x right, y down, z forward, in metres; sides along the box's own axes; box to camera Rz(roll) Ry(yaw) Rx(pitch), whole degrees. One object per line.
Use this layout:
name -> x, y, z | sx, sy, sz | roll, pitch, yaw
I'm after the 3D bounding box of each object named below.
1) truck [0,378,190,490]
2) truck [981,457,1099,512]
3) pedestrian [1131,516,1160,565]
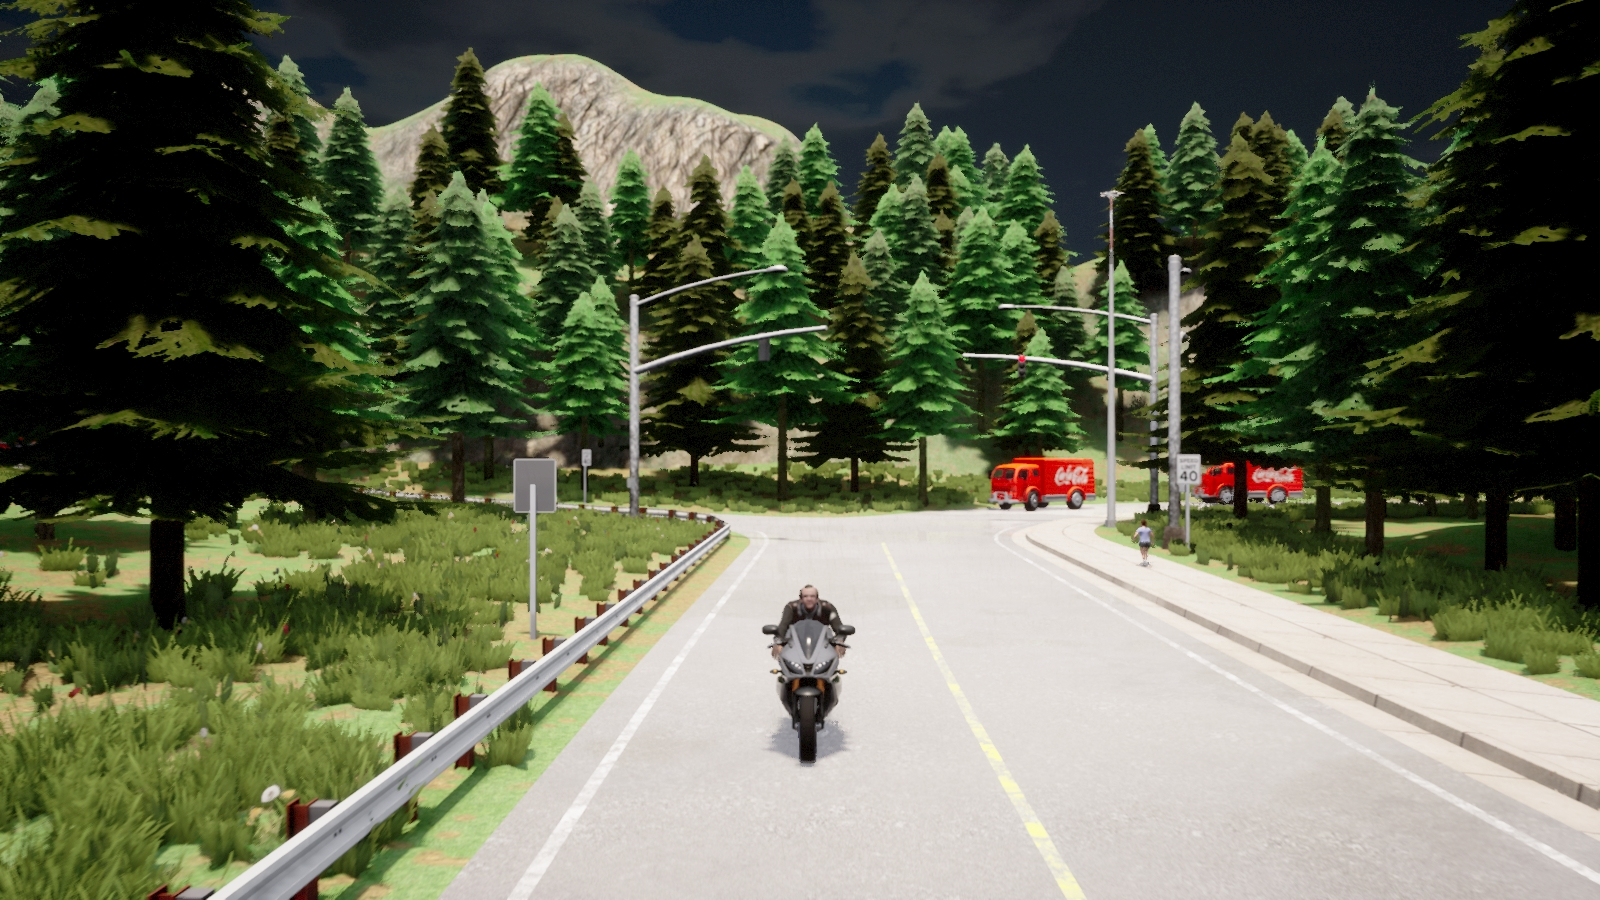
truck -> -29.966, -0.684, 46.446 | 8.468, 3.827, 2.891 | 7, -3, -36
truck -> 11.463, 1.586, 54.522 | 5.204, 2.467, 2.627 | 0, 0, -34
pedestrian -> 7.938, 2.071, 26.239 | 0.500, 1.100, 0.500 | 0, 0, -3
